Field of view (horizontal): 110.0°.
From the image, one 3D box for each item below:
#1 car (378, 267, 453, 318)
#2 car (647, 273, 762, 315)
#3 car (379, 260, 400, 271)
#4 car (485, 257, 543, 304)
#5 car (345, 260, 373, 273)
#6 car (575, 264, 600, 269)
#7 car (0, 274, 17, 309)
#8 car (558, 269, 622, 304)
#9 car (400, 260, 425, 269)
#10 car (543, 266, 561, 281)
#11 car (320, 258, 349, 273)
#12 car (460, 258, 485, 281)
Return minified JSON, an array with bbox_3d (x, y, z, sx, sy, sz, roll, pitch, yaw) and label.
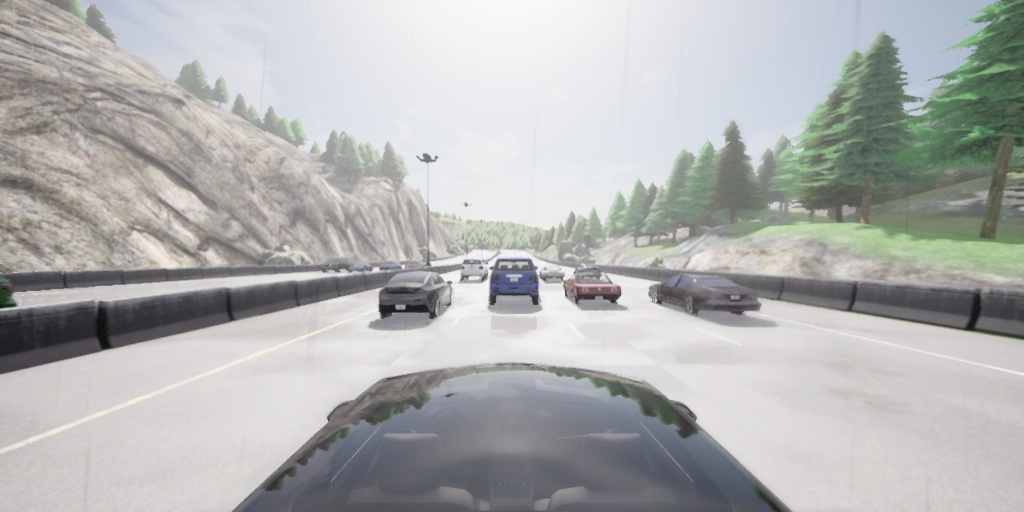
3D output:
[{"bbox_3d":[-3.408,1.333,13.389,1.837,1.490,4.892,0,0,0],"label":"car"},{"bbox_3d":[7.092,1.379,13.913,2.033,1.411,5.357,0,0,0],"label":"car"},{"bbox_3d":[-17.601,1.438,51.960,2.097,1.767,4.553,0,0,0],"label":"car"},{"bbox_3d":[0.090,1.075,17.255,2.150,2.045,5.566,0,0,0],"label":"car"},{"bbox_3d":[-21.107,1.601,50.237,1.812,1.442,4.674,0,-1,0],"label":"car"},{"bbox_3d":[7.078,1.456,33.729,2.128,1.511,4.902,0,0,0],"label":"car"},{"bbox_3d":[-14.103,1.007,7.016,2.150,2.045,5.566,0,0,0],"label":"car"},{"bbox_3d":[3.591,1.453,16.980,1.895,1.301,4.718,0,0,0],"label":"car"},{"bbox_3d":[-14.104,1.439,52.066,2.097,1.767,4.553,0,0,0],"label":"car"},{"bbox_3d":[3.580,1.558,32.664,1.895,1.301,4.718,0,0,0],"label":"car"},{"bbox_3d":[-24.603,1.300,50.296,2.150,2.045,5.566,0,-1,0],"label":"car"},{"bbox_3d":[-3.421,1.181,33.074,2.150,2.045,5.566,0,0,0],"label":"car"}]
